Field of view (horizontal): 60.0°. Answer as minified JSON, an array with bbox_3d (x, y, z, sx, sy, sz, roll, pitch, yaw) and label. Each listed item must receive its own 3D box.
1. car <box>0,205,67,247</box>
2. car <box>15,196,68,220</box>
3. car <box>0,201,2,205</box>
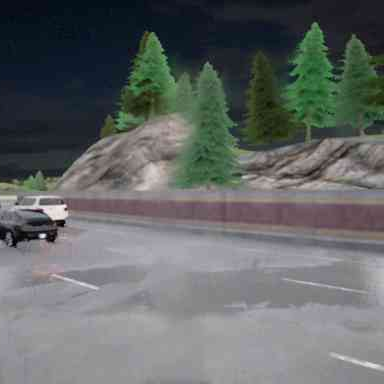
[{"bbox_3d":[-7.901,1.539,15.214,4.892,1.490,1.837,0,0,42],"label":"car"},{"bbox_3d":[-10.378,1.272,22.409,5.566,2.045,2.150,0,0,45],"label":"car"},{"bbox_3d":[-22.113,1.299,36.023,2.150,2.045,5.566,0,0,-37],"label":"car"}]
